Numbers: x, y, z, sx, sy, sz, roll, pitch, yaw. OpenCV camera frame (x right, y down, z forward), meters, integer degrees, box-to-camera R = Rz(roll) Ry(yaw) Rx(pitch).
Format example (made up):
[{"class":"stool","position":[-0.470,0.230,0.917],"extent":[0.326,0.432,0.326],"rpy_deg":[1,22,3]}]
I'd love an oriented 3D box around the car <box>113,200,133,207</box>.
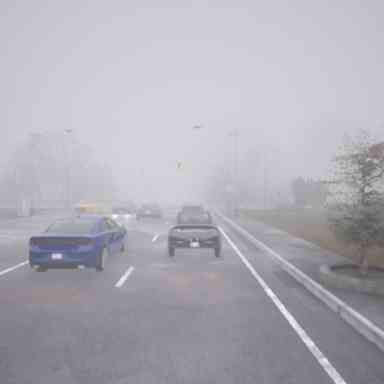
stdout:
[{"class":"car","position":[-7.108,1.532,35.476],"extent":[2.033,1.411,5.357],"rpy_deg":[0,0,0]}]

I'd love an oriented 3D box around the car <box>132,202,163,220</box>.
[{"class":"car","position":[-3.470,1.551,28.096],"extent":[1.994,1.385,4.181],"rpy_deg":[0,0,0]}]

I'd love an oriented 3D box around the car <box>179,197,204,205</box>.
[{"class":"car","position":[0.027,1.464,28.817],"extent":[1.882,1.535,5.008],"rpy_deg":[0,0,0]}]

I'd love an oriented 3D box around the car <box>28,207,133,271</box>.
[{"class":"car","position":[-3.424,1.473,10.897],"extent":[1.882,1.535,5.008],"rpy_deg":[0,0,0]}]

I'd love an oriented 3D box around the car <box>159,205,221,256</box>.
[{"class":"car","position":[0.072,1.483,13.128],"extent":[2.128,1.511,4.902],"rpy_deg":[0,0,0]}]

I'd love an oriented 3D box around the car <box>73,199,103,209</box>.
[{"class":"car","position":[-10.617,1.463,34.148],"extent":[1.882,1.535,5.008],"rpy_deg":[0,0,0]}]
